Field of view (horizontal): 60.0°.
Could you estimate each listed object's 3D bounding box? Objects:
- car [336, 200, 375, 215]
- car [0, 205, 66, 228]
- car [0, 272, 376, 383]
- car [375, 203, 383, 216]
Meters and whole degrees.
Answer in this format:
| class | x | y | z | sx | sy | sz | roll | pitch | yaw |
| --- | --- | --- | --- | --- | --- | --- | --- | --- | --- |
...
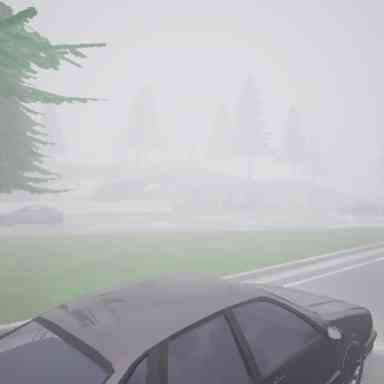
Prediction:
| class | x | y | z | sx | sy | sz | roll | pitch | yaw |
| --- | --- | --- | --- | --- | --- | --- | --- | --- | --- |
| car | 16.304 | 1.479 | 32.577 | 4.674 | 1.442 | 1.812 | 0 | 0 | -25 |
| car | -10.691 | 1.561 | 22.220 | 4.181 | 1.385 | 1.994 | 0 | 0 | -12 |
| car | -0.037 | 1.545 | 3.065 | 2.033 | 1.411 | 5.357 | 0 | 0 | 44 |
| car | 19.105 | 1.515 | 30.018 | 4.181 | 1.385 | 1.994 | 0 | 0 | -25 |
